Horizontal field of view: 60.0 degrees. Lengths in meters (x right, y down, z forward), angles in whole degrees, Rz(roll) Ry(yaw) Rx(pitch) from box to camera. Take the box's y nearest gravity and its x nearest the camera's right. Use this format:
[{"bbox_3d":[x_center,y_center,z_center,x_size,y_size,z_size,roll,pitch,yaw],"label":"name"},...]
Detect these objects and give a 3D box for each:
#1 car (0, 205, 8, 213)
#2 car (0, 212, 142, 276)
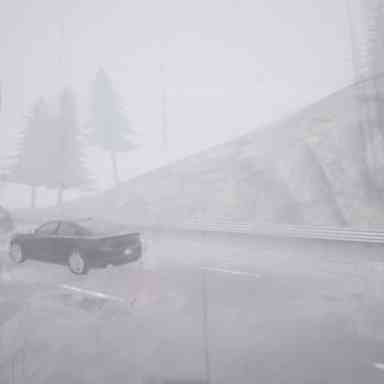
[{"bbox_3d":[-13.009,1.538,20.223,4.553,1.767,2.097,-1,0,29],"label":"car"},{"bbox_3d":[-3.870,1.551,10.717,5.008,1.535,1.882,0,0,33],"label":"car"}]
